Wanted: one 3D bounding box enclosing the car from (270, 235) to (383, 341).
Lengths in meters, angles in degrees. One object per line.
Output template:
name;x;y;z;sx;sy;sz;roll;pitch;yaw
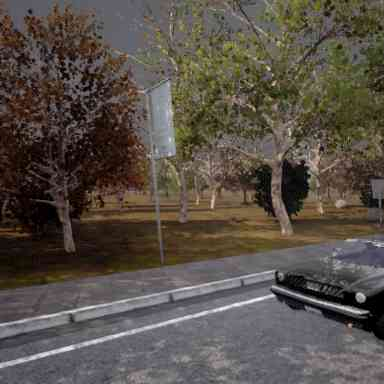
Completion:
car;3.758;1.583;6.538;4.718;1.301;1.895;0;0;-34
